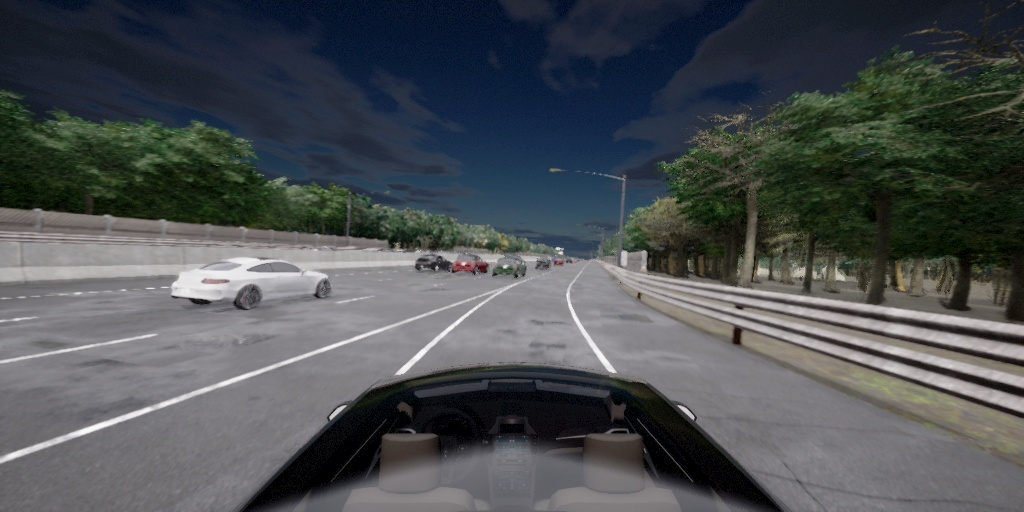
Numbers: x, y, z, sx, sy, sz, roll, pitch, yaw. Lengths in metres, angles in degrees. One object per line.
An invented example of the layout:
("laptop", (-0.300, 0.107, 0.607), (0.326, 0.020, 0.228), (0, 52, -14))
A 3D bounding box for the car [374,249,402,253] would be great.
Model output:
("car", (-14.813, 0.085, 45.017), (1.994, 1.385, 4.181), (4, 1, 13))

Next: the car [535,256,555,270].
("car", (4.664, 1.147, 51.806), (1.837, 1.490, 4.892), (4, 1, 13))

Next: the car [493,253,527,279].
("car", (-0.089, 0.894, 30.417), (2.097, 1.767, 4.553), (4, 1, 13))

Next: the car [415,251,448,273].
("car", (-6.908, 0.621, 31.983), (1.837, 1.490, 4.892), (4, 1, 13))

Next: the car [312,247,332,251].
("car", (-25.151, -0.519, 46.752), (1.895, 1.301, 4.718), (4, 1, 13))

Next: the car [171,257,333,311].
("car", (-7.896, 0.763, 11.468), (1.812, 1.442, 4.674), (4, 1, 13))

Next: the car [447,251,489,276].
("car", (-3.498, 0.680, 31.177), (2.097, 1.767, 4.553), (4, 1, 13))

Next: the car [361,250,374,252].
("car", (-18.241, -0.129, 45.684), (1.994, 1.385, 4.181), (4, 1, 13))

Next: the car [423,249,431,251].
("car", (-14.763, -0.056, 61.117), (1.994, 1.385, 4.181), (4, 1, 13))
